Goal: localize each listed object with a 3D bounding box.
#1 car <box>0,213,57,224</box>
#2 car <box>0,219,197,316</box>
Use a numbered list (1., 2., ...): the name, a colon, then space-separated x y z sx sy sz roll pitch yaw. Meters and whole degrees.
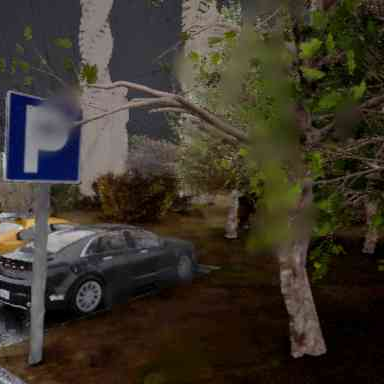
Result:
1. car: -4.018 1.465 9.252 2.097 1.535 5.008 0 0 36
2. car: -1.779 1.473 7.646 2.231 1.521 4.892 0 0 36
